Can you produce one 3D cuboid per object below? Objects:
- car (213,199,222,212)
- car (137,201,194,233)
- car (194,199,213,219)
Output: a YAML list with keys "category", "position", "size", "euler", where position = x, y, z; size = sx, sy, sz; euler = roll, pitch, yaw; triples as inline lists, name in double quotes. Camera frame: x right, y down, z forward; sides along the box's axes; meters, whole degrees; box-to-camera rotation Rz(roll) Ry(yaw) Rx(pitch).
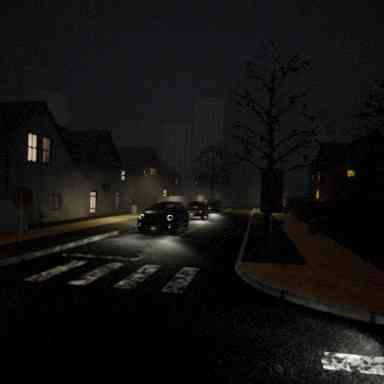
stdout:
- category: "car"
  position: [2.471, 1.569, 39.587]
  size: [2.128, 1.511, 4.902]
  euler: [1, 0, 12]
- category: "car"
  position: [-1.562, 1.340, 19.548]
  size: [2.097, 1.767, 4.553]
  euler: [1, 0, 11]
- category: "car"
  position: [0.412, 1.558, 29.400]
  size: [1.812, 1.442, 4.674]
  euler: [1, 0, 11]
